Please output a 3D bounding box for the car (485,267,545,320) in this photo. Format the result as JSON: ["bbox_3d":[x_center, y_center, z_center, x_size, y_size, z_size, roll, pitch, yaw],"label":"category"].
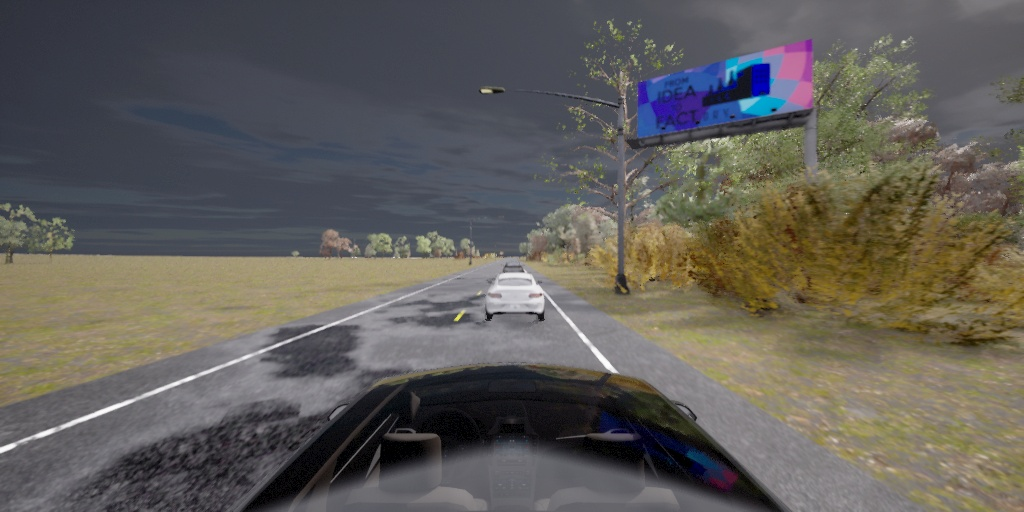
[{"bbox_3d":[0.098,1.279,12.457,1.812,1.442,4.674,0,0,0],"label":"car"}]

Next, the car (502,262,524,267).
[{"bbox_3d":[0.107,1.251,32.913,2.128,1.511,4.902,0,0,0],"label":"car"}]
